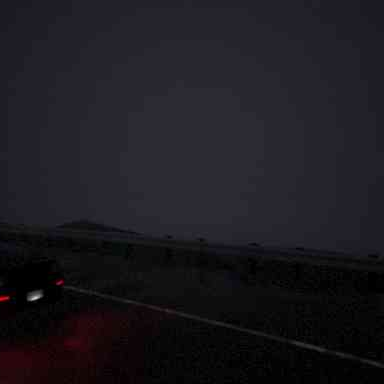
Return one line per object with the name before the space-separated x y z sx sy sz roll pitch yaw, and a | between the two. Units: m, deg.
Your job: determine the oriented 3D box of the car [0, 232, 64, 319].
car | -4.536 1.496 6.552 4.674 1.442 1.812 0 0 30
